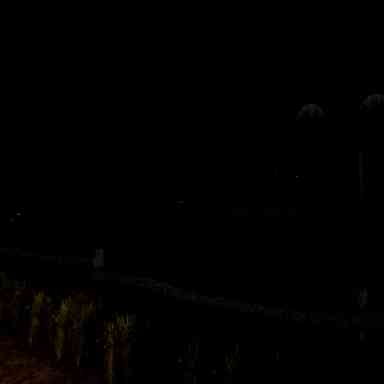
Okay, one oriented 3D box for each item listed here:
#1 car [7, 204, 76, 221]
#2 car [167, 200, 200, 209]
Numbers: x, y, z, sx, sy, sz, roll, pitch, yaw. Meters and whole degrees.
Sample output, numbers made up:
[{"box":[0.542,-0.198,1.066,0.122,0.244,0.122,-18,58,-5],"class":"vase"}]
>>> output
[{"box":[-10.605,1.551,23.773,1.895,1.301,4.718,0,-1,36],"class":"car"},{"box":[-0.854,1.601,37.270,1.812,1.442,4.674,0,0,36],"class":"car"}]
